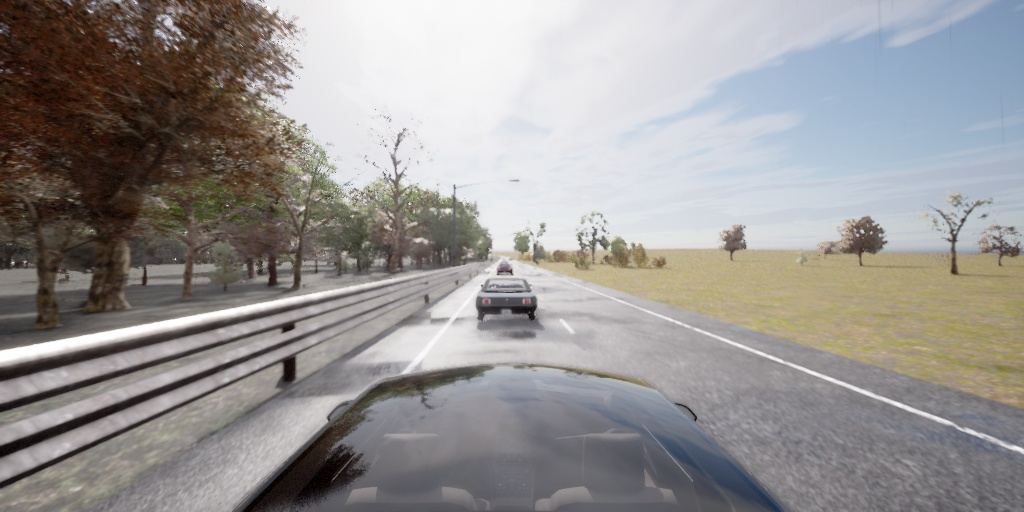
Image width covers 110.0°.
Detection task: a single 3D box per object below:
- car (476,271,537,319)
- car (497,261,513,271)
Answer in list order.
[{"bbox_3d":[-0.209,1.407,12.990,1.895,1.301,4.718,0,0,-1],"label":"car"},{"bbox_3d":[-0.856,1.555,42.951,1.895,1.301,4.718,0,0,-1],"label":"car"}]
